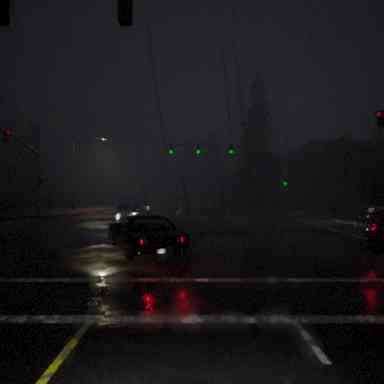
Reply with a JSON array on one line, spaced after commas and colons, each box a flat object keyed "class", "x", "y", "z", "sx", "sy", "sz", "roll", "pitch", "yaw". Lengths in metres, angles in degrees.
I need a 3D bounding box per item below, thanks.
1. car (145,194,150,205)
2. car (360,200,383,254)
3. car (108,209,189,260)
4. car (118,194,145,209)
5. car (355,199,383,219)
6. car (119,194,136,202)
[{"class": "car", "x": -7.389, "y": 1.024, "z": 49.176, "sx": 2.097, "sy": 1.767, "sz": 4.553, "roll": 0, "pitch": 0, "yaw": -10}, {"class": "car", "x": 8.296, "y": 1.272, "z": 11.841, "sx": 4.553, "sy": 1.767, "sz": 2.097, "roll": 0, "pitch": 1, "yaw": -36}, {"class": "car", "x": -1.822, "y": 1.518, "z": 12.297, "sx": 1.895, "sy": 1.301, "sz": 4.718, "roll": 0, "pitch": 0, "yaw": -23}, {"class": "car", "x": -6.733, "y": 1.236, "z": 36.245, "sx": 1.882, "sy": 1.535, "sz": 5.008, "roll": 0, "pitch": 1, "yaw": 0}, {"class": "car", "x": 13.893, "y": 1.199, "z": 23.150, "sx": 4.553, "sy": 1.767, "sz": 2.097, "roll": 0, "pitch": 0, "yaw": 0}, {"class": "car", "x": -12.498, "y": 1.097, "z": 64.196, "sx": 1.812, "sy": 1.442, "sz": 4.674, "roll": 0, "pitch": 0, "yaw": -30}]
